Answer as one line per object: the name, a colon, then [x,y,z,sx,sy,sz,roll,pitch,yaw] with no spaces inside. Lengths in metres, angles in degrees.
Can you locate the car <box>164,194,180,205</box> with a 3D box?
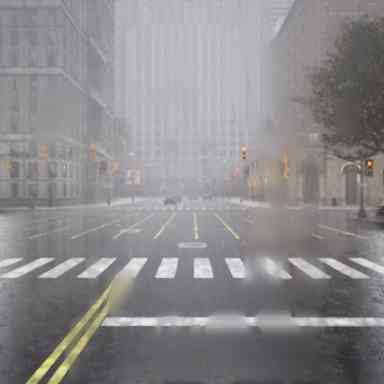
car: [-3.549,1.466,55.302,1.895,1.301,4.718,0,0,1]

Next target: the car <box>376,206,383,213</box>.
car: [18.882,1.491,29.827,4.181,1.385,1.994,0,0,0]

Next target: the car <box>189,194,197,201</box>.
car: [0.188,1.257,79.126,2.128,1.511,4.902,0,0,1]

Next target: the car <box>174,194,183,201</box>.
car: [-3.285,1.293,81.713,1.837,1.490,4.892,0,0,1]

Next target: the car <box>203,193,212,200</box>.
car: [3.687,1.087,79.061,2.097,1.767,4.553,0,0,1]

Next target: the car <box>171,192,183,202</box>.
car: [-3.421,1.053,68.776,2.150,2.045,5.566,0,0,1]
